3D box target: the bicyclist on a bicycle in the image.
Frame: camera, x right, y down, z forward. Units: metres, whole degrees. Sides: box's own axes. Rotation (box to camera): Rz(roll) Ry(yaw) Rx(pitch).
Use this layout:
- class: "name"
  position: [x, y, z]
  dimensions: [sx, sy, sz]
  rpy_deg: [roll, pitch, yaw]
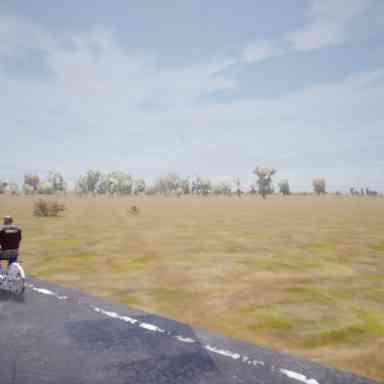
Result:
- class: "bicyclist on a bicycle"
  position: [-4.260, 1.414, 7.555]
  dimensions: [1.843, 1.776, 0.659]
  rpy_deg: [0, 0, 37]
